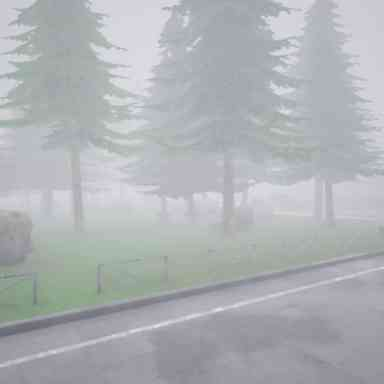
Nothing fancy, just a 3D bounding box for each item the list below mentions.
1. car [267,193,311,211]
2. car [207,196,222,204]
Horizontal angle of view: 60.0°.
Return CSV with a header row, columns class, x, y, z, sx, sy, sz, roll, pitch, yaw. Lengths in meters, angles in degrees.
class,x,y,z,sx,sy,sz,roll,pitch,yaw
car,11.466,1.158,39.849,2.150,2.045,5.566,0,0,-33
car,3.813,1.433,60.672,1.994,1.385,4.181,0,0,-24
